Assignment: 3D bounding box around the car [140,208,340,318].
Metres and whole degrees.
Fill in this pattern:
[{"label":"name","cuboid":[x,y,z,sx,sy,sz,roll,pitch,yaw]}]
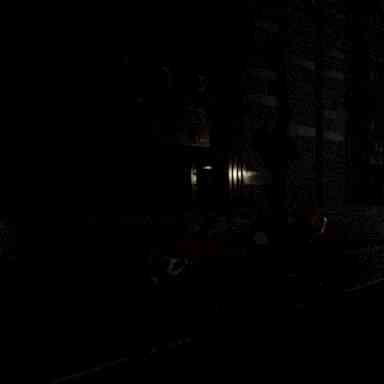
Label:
[{"label":"car","cuboid":[1.356,1.323,7.614,5.009,1.841,2.192,0,0,-35]}]
